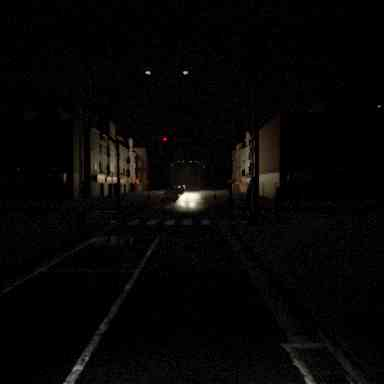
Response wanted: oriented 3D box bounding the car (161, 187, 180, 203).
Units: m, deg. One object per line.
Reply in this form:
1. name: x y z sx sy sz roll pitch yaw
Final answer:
1. car: -2.635 0.475 38.399 1.752 1.417 4.829 0 2 0

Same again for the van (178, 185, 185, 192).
1. van: -2.638 -0.847 83.393 1.690 1.788 3.998 0 1 0

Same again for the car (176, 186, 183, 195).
1. car: -2.637 0.235 49.777 1.802 1.307 4.206 0 1 0

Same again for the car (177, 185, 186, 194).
1. car: -2.637 -0.191 60.981 1.967 1.590 4.097 0 1 0

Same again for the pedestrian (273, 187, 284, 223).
1. pedestrian: 4.475 0.652 17.103 0.375 1.860 0.375 0 1 0

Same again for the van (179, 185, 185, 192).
1. van: -2.639 -0.984 88.997 1.690 1.788 3.998 0 1 0

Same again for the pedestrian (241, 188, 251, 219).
1. pedestrian: 3.088 0.626 18.303 0.375 1.860 0.375 0 1 0

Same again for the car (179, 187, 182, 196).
1. car: -2.636 0.343 44.173 1.887 1.381 4.507 0 2 0

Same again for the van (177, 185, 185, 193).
1. van: -2.638 -0.709 77.790 1.690 1.788 3.998 0 1 0
